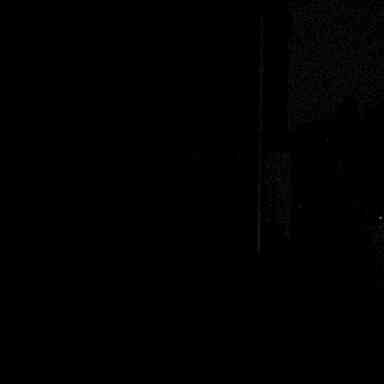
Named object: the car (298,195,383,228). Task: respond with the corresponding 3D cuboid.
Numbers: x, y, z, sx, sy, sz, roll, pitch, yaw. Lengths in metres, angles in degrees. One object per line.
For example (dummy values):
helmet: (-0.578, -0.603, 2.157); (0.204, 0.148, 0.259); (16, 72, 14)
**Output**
car: (10.009, 1.244, 22.748); (2.150, 2.045, 5.566); (2, -1, -36)
